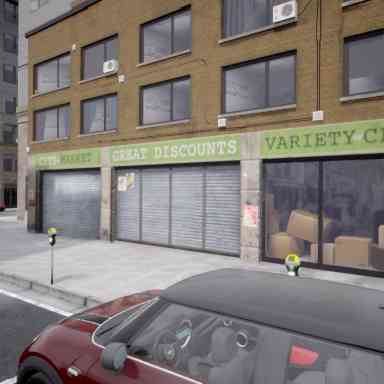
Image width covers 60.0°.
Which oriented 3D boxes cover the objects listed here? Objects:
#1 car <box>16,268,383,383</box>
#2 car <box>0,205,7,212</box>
[{"bbox_3d":[0.247,1.440,2.889,4.097,1.590,1.967,0,1,35],"label":"car"},{"bbox_3d":[-19.421,1.458,29.770,1.895,1.301,4.718,1,1,34],"label":"car"}]
